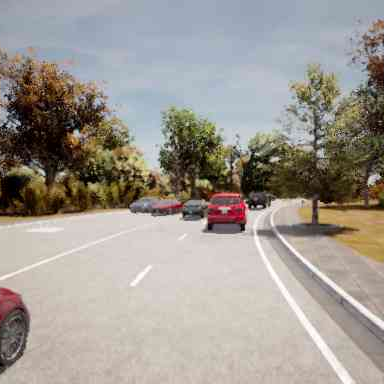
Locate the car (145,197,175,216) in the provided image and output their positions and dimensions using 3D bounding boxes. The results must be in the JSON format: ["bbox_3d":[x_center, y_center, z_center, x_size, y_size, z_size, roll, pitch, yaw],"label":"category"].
[{"bbox_3d":[-2.363,1.419,31.863,1.882,1.535,5.008,-1,0,17],"label":"car"}]

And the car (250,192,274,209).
[{"bbox_3d":[8.349,0.995,41.058,2.150,2.045,5.566,-1,0,21],"label":"car"}]

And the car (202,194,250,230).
[{"bbox_3d":[2.259,1.126,20.441,2.150,2.045,5.566,-1,0,11],"label":"car"}]

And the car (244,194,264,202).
[{"bbox_3d":[13.552,1.282,72.216,2.033,1.411,5.357,-2,-1,36],"label":"car"}]

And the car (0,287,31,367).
[{"bbox_3d":[-3.234,1.507,2.775,1.812,1.442,4.674,0,0,1],"label":"car"}]

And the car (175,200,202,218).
[{"bbox_3d":[0.506,1.397,28.346,2.128,1.511,4.902,-1,0,14],"label":"car"}]

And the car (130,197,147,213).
[{"bbox_3d":[-4.862,1.336,35.627,2.097,1.767,4.553,-1,0,18],"label":"car"}]
